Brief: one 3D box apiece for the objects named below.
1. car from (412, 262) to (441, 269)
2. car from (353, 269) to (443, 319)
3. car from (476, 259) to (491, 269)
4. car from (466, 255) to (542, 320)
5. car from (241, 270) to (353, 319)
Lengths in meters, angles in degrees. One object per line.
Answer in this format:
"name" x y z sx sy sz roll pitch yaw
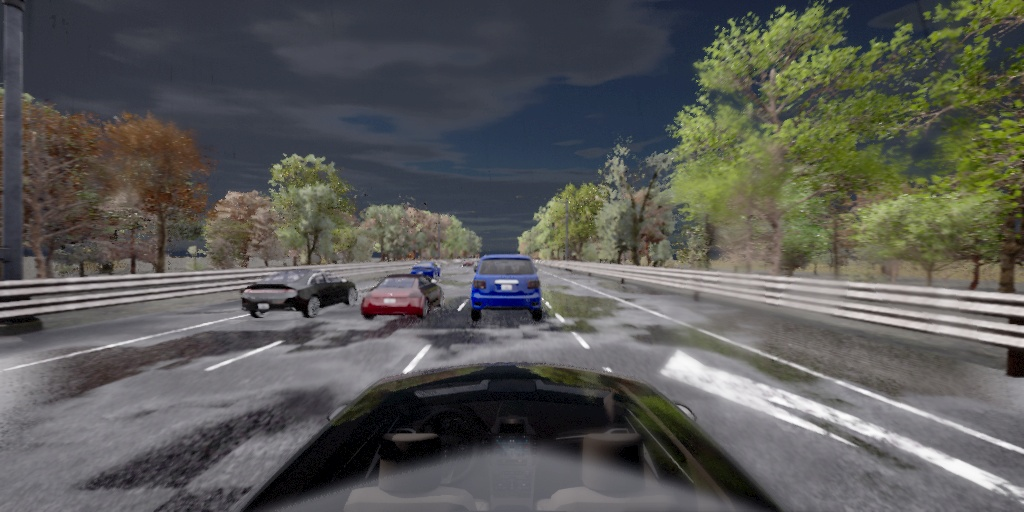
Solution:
"car" -7.656 1.262 32.428 1.882 1.535 5.008 0 0 -1
"car" -3.712 1.317 12.764 1.994 1.385 4.181 0 0 -1
"car" -4.784 1.361 60.469 2.128 1.511 4.902 0 0 -1
"car" -0.211 0.981 12.840 2.150 2.045 5.566 0 0 -1
"car" -7.213 1.238 12.756 2.128 1.511 4.902 0 0 -1
